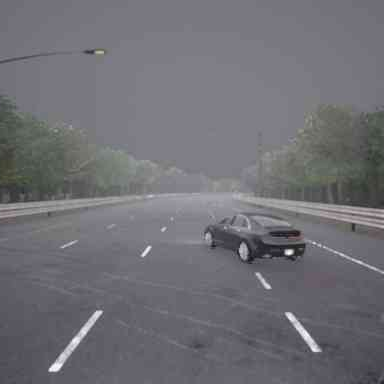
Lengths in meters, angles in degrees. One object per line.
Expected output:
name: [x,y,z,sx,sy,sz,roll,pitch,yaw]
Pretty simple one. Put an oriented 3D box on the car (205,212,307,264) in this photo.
car: [2.011,1.484,11.929,1.837,1.490,4.892,1,0,-19]
